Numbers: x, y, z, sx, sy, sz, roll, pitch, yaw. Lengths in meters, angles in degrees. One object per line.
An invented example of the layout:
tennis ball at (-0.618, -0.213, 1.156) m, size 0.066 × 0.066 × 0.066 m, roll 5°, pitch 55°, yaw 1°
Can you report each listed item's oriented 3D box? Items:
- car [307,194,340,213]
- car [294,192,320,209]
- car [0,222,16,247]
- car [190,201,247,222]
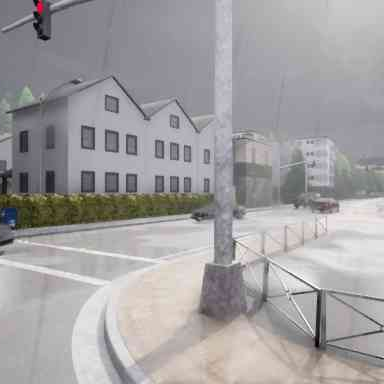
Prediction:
car at (13.515, 1.289, 33.611) m, size 1.882 × 1.535 × 5.008 m, roll 0°, pitch 0°, yaw 35°
car at (14.481, 1.018, 41.198) m, size 2.150 × 2.045 × 5.566 m, roll 0°, pitch 0°, yaw 35°
car at (-8.093, 1.376, 9.521) m, size 2.033 × 1.411 × 5.357 m, roll 0°, pitch 1°, yaw 35°
car at (2.060, 1.359, 23.844) m, size 2.033 × 1.411 × 5.357 m, roll 0°, pitch 0°, yaw 35°
